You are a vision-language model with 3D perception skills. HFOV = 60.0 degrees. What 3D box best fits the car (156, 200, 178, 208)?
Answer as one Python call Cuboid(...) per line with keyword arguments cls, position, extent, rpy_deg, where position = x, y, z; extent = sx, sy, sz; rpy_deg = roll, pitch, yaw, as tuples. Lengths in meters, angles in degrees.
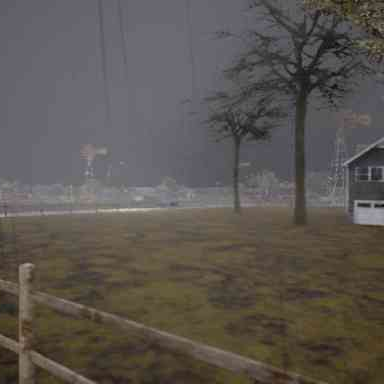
Cuboid(cls="car", position=(-4.687, 2.191, 63.230), extent=(1.882, 1.535, 5.008), rpy_deg=(1, 0, 36))
